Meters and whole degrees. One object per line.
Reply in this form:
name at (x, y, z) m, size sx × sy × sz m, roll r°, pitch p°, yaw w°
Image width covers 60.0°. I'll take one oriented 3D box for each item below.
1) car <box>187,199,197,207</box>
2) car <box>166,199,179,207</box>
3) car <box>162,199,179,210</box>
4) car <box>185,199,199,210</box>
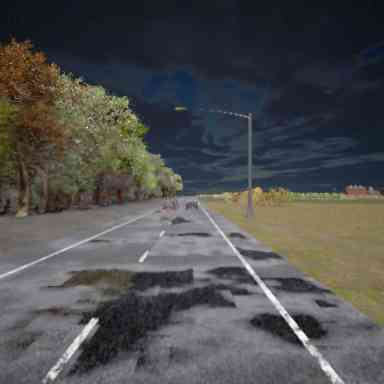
car at (0.010, 2.007, 61.767) m, size 1.882 × 1.535 × 5.008 m, roll 0°, pitch 0°, yaw 0°
car at (-3.489, 2.018, 61.768) m, size 2.128 × 1.511 × 4.902 m, roll 0°, pitch 0°, yaw 0°
car at (-3.490, 1.934, 51.345) m, size 2.128 × 1.511 × 4.902 m, roll 0°, pitch 0°, yaw 0°
car at (0.009, 1.948, 51.344) m, size 1.837 × 1.490 × 4.892 m, roll 0°, pitch 0°, yaw 0°
